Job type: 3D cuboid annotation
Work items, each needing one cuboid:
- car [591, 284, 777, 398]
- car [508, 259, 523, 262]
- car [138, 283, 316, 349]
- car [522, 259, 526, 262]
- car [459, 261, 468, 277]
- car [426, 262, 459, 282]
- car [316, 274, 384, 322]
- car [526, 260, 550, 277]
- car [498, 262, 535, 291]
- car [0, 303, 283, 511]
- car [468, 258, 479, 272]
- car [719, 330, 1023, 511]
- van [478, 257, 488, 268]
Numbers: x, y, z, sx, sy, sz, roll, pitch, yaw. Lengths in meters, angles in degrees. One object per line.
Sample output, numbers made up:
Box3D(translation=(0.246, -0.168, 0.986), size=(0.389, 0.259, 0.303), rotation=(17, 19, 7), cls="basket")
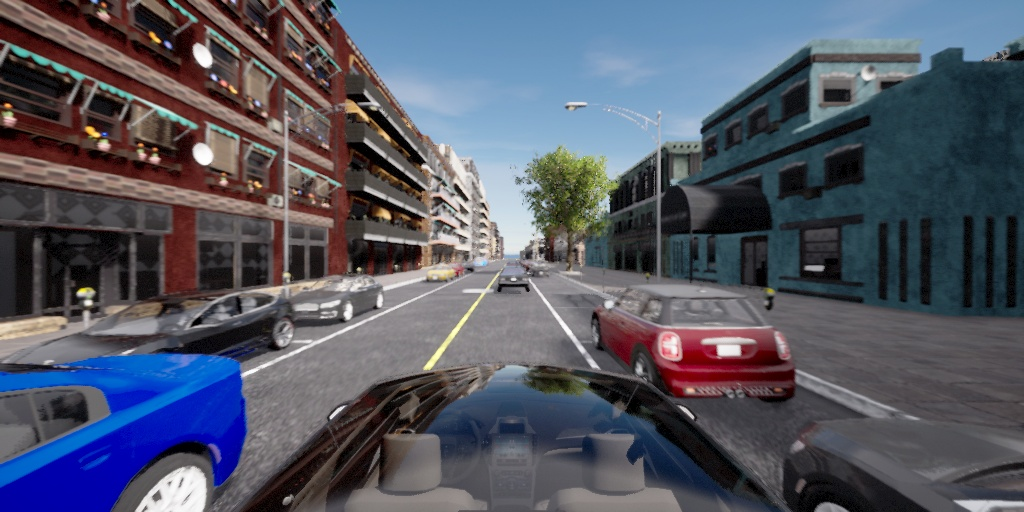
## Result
Box3D(translation=(2.688, 1.191, 6.379), size=(1.967, 1.591, 4.097), rotation=(0, 0, 0), cls="car")
Box3D(translation=(0.074, 1.346, 48.234), size=(1.994, 1.385, 4.181), rotation=(0, 0, 0), cls="car")
Box3D(translation=(-5.693, 1.316, 6.376), size=(1.948, 1.339, 4.313), rotation=(0, 0, 0), cls="car")
Box3D(translation=(2.665, 1.325, 46.254), size=(1.888, 1.381, 4.507), rotation=(0, 0, 0), cls="car")
Box3D(translation=(-5.710, 1.311, 34.860), size=(1.888, 1.381, 4.507), rotation=(0, 0, 0), cls="car")
Box3D(translation=(-5.707, 1.288, 28.993), size=(1.751, 1.417, 4.829), rotation=(0, 0, 0), cls="car")
Box3D(translation=(-5.696, 1.303, 12.072), size=(2.007, 1.370, 4.403), rotation=(0, 0, 0), cls="car")
Box3D(translation=(2.671, 1.318, 34.863), size=(2.007, 1.370, 4.403), rotation=(0, 0, 0), cls="car")
Box3D(translation=(0.089, 1.306, 21.895), size=(2.033, 1.411, 5.357), rotation=(0, 0, 0), cls="car")
Box3D(translation=(-3.094, 1.227, 0.831), size=(1.882, 1.535, 5.008), rotation=(0, 0, 0), cls="car")
Box3D(translation=(-5.716, 1.345, 46.252), size=(1.948, 1.339, 4.313), rotation=(0, 0, 0), cls="car")
Box3D(translation=(2.691, 1.301, 0.683), size=(2.007, 1.370, 4.403), rotation=(0, 0, 0), cls="car")
Box3D(translation=(-5.726, 1.147, 63.343), size=(1.690, 1.789, 3.998), rotation=(0, 0, 0), cls="van")
